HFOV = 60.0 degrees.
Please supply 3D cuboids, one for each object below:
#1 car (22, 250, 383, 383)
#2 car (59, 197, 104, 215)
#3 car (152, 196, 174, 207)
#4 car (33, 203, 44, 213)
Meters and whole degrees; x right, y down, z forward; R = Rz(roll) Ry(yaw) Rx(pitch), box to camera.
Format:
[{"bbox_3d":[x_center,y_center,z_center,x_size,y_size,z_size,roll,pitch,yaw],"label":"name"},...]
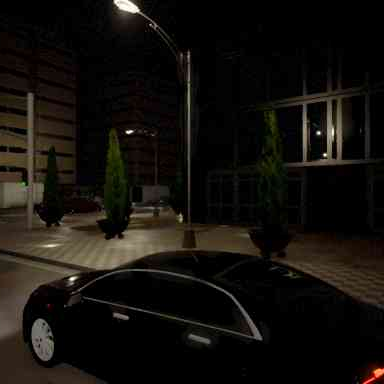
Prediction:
[{"bbox_3d":[-0.196,1.505,4.129,4.892,1.490,1.837,0,0,36],"label":"car"},{"bbox_3d":[-11.757,1.407,34.725,2.097,1.767,4.553,0,0,35],"label":"car"},{"bbox_3d":[-4.129,1.407,51.950,2.097,1.767,4.553,0,0,35],"label":"car"},{"bbox_3d":[-15.016,1.407,36.522,2.097,1.767,4.553,0,0,35],"label":"car"}]
